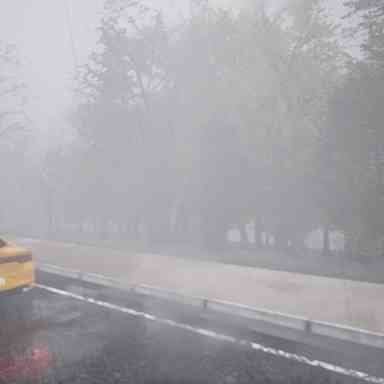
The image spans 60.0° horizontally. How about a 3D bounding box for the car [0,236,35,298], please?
[{"bbox_3d":[-5.666,1.579,7.722,5.008,1.535,1.882,-1,0,35],"label":"car"}]
